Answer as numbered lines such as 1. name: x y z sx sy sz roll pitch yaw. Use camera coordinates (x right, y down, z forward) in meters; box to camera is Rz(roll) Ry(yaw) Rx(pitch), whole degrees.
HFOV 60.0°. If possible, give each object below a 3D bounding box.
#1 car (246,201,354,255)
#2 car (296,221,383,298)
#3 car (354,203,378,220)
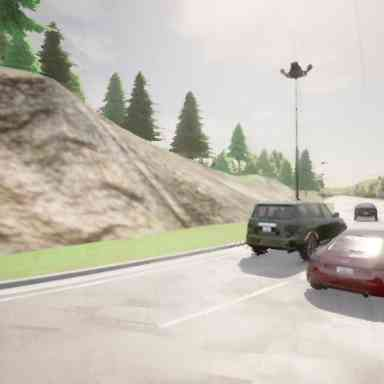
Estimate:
1. car: 4.286 1.347 13.092 2.150 2.045 5.566 -1 -1 42
2. car: 4.623 1.634 8.464 1.994 1.385 4.181 -1 -1 44
3. car: 16.401 1.729 31.414 1.882 1.535 5.008 -1 -1 27
